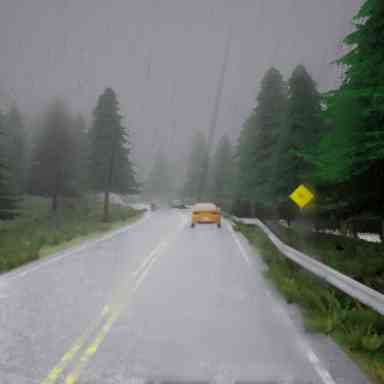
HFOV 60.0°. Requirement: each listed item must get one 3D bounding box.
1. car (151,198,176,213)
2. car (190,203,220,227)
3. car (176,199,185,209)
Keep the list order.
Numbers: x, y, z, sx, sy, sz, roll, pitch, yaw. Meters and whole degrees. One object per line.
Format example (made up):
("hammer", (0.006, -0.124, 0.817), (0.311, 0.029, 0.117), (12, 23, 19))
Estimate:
("car", (-3.408, 1.472, 36.312), (2.128, 1.511, 4.902), (1, 0, -12))
("car", (0.911, 1.489, 22.906), (1.882, 1.535, 5.008), (0, 0, 1))
("car", (-2.478, 1.598, 45.495), (1.994, 1.385, 4.181), (2, -1, -20))
